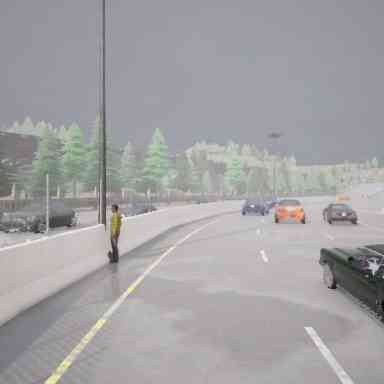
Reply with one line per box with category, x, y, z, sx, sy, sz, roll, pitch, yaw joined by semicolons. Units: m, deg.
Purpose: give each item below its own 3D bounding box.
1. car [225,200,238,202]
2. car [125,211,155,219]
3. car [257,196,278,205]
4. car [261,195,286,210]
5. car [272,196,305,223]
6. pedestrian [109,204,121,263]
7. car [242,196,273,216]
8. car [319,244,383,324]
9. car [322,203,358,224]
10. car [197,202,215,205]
car;7.581;1.477;58.728;1.882;1.535;5.008;0;0;34
car;-4.081;1.491;23.596;2.128;1.511;4.902;0;0;14
car;14.113;1.477;62.024;1.882;1.535;5.008;0;0;36
car;10.522;1.352;42.710;2.097;1.767;4.553;0;0;28
car;7.592;1.351;25.841;2.097;1.767;4.553;0;0;16
pedestrian;-2.445;1.294;10.508;0.375;1.860;0.375;0;0;6
car;6.443;1.352;33.280;2.097;1.767;4.553;0;0;20
car;3.909;1.601;6.085;1.895;1.301;4.718;0;0;4
car;10.839;1.547;24.585;2.033;1.411;5.357;0;0;16
car;2.245;1.564;56.810;1.994;1.385;4.181;0;0;31
